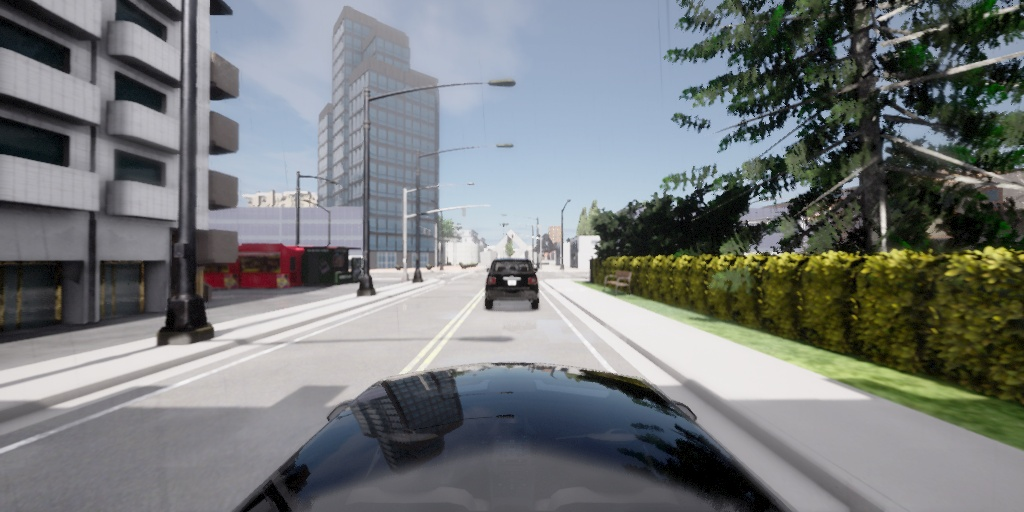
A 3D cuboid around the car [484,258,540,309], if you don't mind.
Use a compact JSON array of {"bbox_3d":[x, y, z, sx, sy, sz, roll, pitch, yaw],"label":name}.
[{"bbox_3d":[0.000,1.100,15.876,2.150,2.045,5.566,0,0,0],"label":"car"}]
